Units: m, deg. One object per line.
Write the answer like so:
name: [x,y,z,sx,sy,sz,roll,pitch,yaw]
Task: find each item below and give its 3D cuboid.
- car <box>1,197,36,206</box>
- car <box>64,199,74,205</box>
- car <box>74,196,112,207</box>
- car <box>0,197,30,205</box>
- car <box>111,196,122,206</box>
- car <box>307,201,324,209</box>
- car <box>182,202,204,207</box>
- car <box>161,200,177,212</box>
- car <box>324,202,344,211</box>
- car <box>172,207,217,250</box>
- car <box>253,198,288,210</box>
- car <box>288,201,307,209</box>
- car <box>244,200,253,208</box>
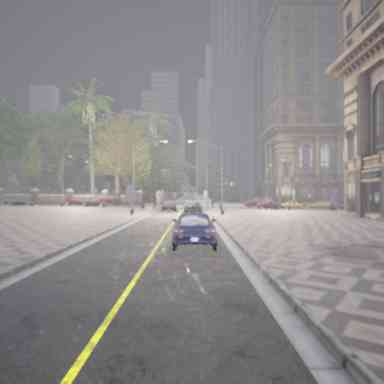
car: [-26.010,1.542,50.649,4.313,1.339,1.947,1,-2,0]
car: [-20.469,1.707,59.155,4.507,1.381,1.887,1,-2,0]
car: [-14.962,1.690,50.612,4.403,1.369,2.008,1,-2,0]
car: [-31.517,1.562,59.193,4.313,1.339,1.947,1,-2,0]
car: [-14.942,1.559,59.143,5.009,1.841,2.192,1,-2,0]
car: [22.803,2.299,59.009,4.829,1.417,1.752,1,-1,0]
car: [0.108,1.724,33.209,1.837,1.490,4.892,0,-1,0]
car: [-2.989,1.781,44.229,1.882,1.535,5.008,0,0,0]
car: [22.954,2.237,50.483,4.313,1.339,1.947,1,-1,0]
car: [0.103,1.622,14.752,1.812,1.442,4.674,0,0,0]
car: [11.876,1.963,50.524,4.097,1.590,1.967,1,-1,0]
car: [17.263,2.225,59.028,4.829,1.417,1.752,1,-1,0]
car: [11.896,1.942,59.052,5.009,1.841,2.192,1,-1,0]
